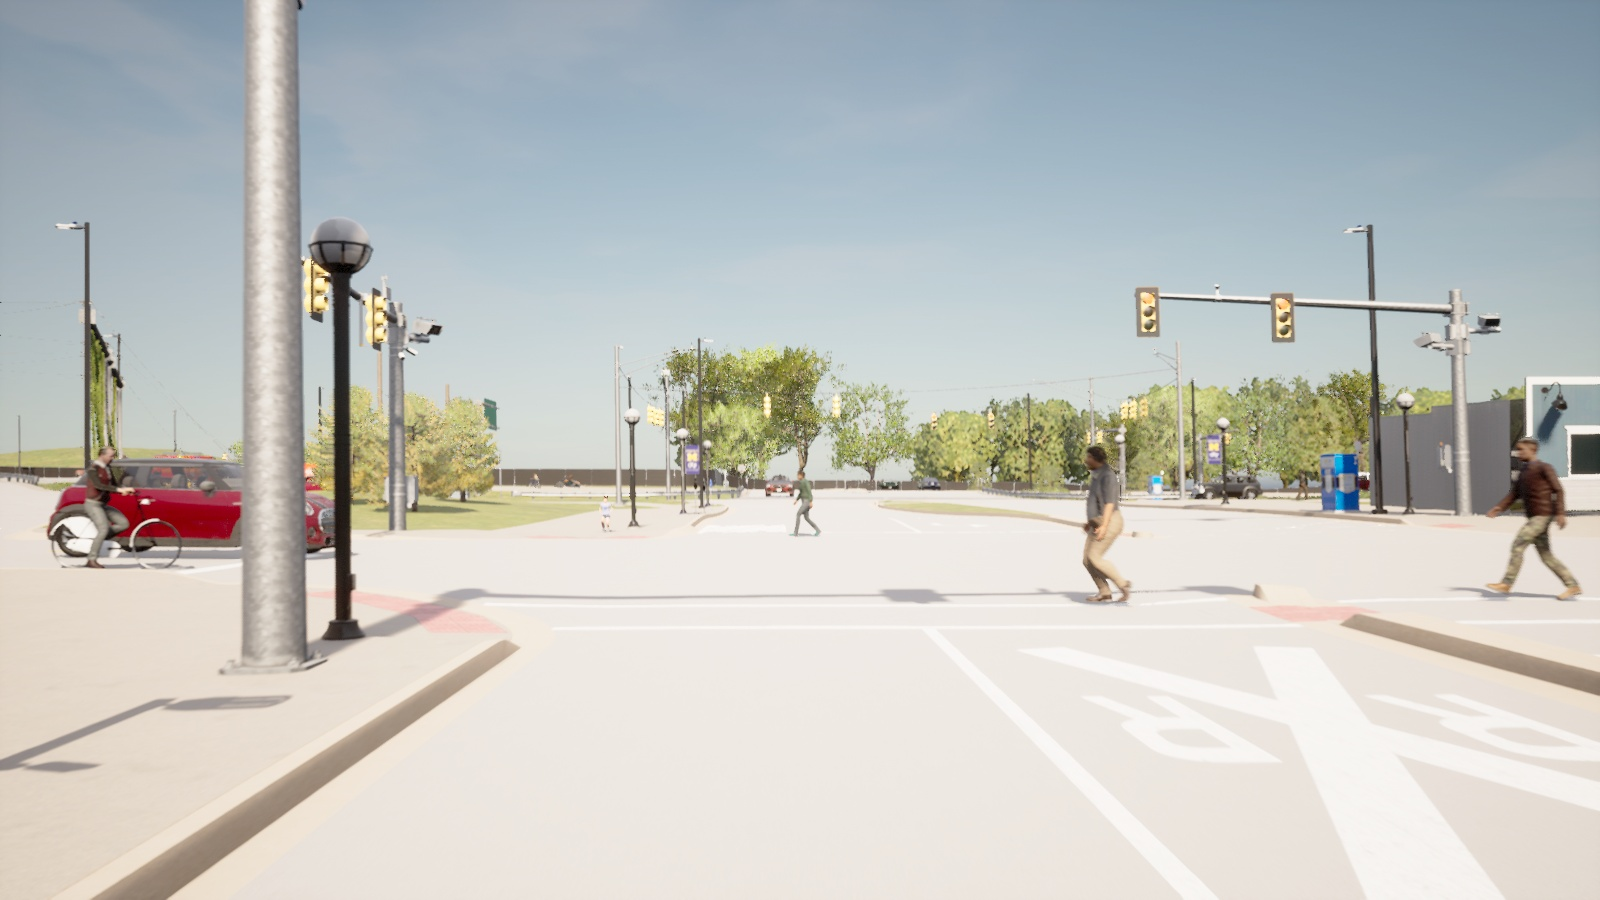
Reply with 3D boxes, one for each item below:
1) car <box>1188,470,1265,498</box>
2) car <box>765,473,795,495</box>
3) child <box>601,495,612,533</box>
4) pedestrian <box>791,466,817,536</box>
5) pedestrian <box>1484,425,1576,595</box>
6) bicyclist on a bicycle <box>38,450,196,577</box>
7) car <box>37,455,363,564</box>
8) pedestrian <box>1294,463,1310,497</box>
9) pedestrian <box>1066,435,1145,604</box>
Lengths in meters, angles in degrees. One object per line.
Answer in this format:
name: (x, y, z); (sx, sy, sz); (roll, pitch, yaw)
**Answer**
car: (29.310, 2.328, 86.391); (4.605, 1.855, 1.932); (-1, -2, 0)
car: (-1.515, 2.599, 96.711); (2.152, 1.651, 5.027); (0, -2, 1)
child: (-5.639, 1.864, 36.575); (0.255, 1.110, 0.394); (-2, -2, 0)
pedestrian: (0.106, 1.364, 33.477); (0.614, 1.847, 0.353); (-1, -2, -7)
pedestrian: (8.095, 0.659, 13.944); (0.703, 1.840, 0.431); (-2, -2, 7)
bicyclist on a bicycle: (-9.723, 0.906, 17.920); (1.843, 1.776, 0.659); (0, -2, -2)
car: (-10.157, 1.014, 21.564); (4.553, 1.767, 2.097); (0, -2, -2)
pedestrian: (29.251, 1.763, 73.144); (0.692, 1.930, 0.395); (-2, -2, -1)
pedestrian: (3.436, 0.771, 14.146); (0.694, 1.848, 0.540); (-2, -2, 0)
